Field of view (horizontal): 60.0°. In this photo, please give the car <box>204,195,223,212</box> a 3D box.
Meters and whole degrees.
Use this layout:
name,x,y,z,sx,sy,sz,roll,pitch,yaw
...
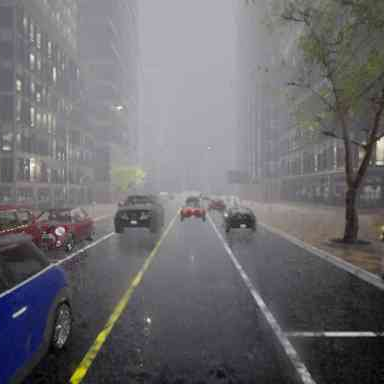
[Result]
name,x,y,z,sx,sy,sz,roll,pitch,yaw
car,2.556,1.360,35.517,1.887,1.381,4.507,0,0,0

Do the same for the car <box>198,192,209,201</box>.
name,x,y,z,sx,sy,sz,roll,pitch,yaw
car,2.548,0.939,74.426,2.192,1.841,5.009,0,0,0

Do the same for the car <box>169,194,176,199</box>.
name,x,y,z,sx,sy,sz,roll,pitch,yaw
car,-5.336,1.127,91.101,1.802,1.307,4.206,0,0,0

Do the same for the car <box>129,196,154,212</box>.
name,x,y,z,sx,sy,sz,roll,pitch,yaw
car,-5.325,1.256,35.515,1.967,1.590,4.097,0,0,0

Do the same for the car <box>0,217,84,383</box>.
name,x,y,z,sx,sy,sz,roll,pitch,yaw
car,-2.821,1.336,2.999,2.097,1.767,4.553,0,0,0

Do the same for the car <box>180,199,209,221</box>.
name,x,y,z,sx,sy,sz,roll,pitch,yaw
car,0.081,1.465,25.904,1.895,1.301,4.718,0,0,0

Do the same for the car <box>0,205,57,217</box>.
name,x,y,z,sx,sy,sz,roll,pitch,yaw
car,-5.319,1.273,7.720,2.192,1.841,5.009,0,0,0

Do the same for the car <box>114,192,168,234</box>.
name,x,y,z,sx,sy,sz,roll,pitch,yaw
car,-2.789,1.126,18.837,2.150,2.045,5.566,0,0,0

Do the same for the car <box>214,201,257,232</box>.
name,x,y,z,sx,sy,sz,roll,pitch,yaw
car,2.560,1.451,18.841,2.008,1.369,4.403,0,0,0

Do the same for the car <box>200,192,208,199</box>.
name,x,y,z,sx,sy,sz,roll,pitch,yaw
car,2.550,1.229,63.310,2.008,1.369,4.403,0,0,0

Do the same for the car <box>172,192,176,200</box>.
name,x,y,z,sx,sy,sz,roll,pitch,yaw
car,-5.333,0.939,74.424,2.192,1.841,5.009,0,0,0

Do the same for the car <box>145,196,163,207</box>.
name,x,y,z,sx,sy,sz,roll,pitch,yaw
car,-5.326,1.311,46.632,2.008,1.369,4.403,0,0,0

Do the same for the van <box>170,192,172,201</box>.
name,x,y,z,sx,sy,sz,roll,pitch,yaw
van,-5.331,1.019,63.307,1.690,1.788,3.998,0,0,0

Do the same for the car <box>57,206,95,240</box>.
name,x,y,z,sx,sy,sz,roll,pitch,yaw
car,-5.320,1.369,13.280,1.967,1.590,4.097,0,0,0

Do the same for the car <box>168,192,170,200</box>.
name,x,y,z,sx,sy,sz,roll,pitch,yaw
car,-5.329,1.146,57.749,1.967,1.590,4.097,0,0,0

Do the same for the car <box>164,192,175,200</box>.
name,x,y,z,sx,sy,sz,roll,pitch,yaw
car,-5.334,0.913,79.983,2.192,1.841,5.009,0,0,0

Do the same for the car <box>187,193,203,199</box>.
name,x,y,z,sx,sy,sz,roll,pitch,yaw
car,0.081,1.260,42.048,1.882,1.535,5.008,0,0,0

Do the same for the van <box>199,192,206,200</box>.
name,x,y,z,sx,sy,sz,roll,pitch,yaw
van,2.547,0.939,79.985,1.690,1.788,3.998,0,0,0
